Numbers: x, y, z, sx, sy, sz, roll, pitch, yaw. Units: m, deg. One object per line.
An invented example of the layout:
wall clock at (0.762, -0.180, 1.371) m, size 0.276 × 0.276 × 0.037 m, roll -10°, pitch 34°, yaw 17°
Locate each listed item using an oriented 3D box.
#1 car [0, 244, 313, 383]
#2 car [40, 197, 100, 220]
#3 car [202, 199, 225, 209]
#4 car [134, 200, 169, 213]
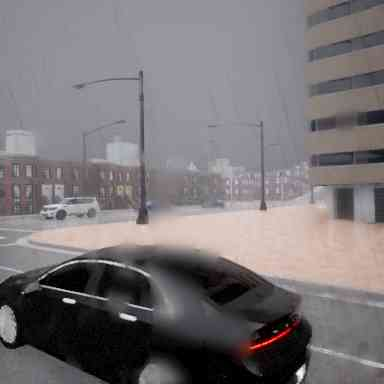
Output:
car at (-0.914, 1.510, 4.636) m, size 4.892 × 1.490 × 1.837 m, roll 0°, pitch 0°, yaw 35°
car at (-11.510, 1.528, 31.866) m, size 2.150 × 2.045 × 5.566 m, roll -1°, pitch -1°, yaw 37°
car at (3.346, 1.820, 51.691) m, size 1.812 × 1.442 × 4.674 m, roll -1°, pitch 0°, yaw 37°
car at (-4.917, 1.778, 40.675) m, size 1.882 × 1.535 × 5.008 m, roll -1°, pitch -1°, yaw 37°
